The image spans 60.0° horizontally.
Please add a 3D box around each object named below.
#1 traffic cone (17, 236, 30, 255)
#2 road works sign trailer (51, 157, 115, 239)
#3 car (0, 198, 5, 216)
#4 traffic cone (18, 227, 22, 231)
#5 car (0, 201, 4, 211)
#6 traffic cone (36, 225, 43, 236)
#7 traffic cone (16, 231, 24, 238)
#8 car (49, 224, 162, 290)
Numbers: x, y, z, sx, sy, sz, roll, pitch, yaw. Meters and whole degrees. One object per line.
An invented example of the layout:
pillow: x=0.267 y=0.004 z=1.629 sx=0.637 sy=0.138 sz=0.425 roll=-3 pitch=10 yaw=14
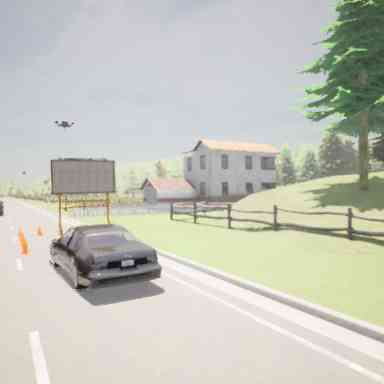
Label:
traffic cone: x=-6.404 y=2.090 z=12.763 sx=0.340 sy=0.580 sz=0.340 roll=-1 pitch=0 yaw=-29
road works sign trailer: x=-4.288 y=0.445 z=13.199 sx=2.380 sy=3.560 sz=2.880 roll=-2 pitch=5 yaw=-26
car: x=-22.930 y=1.677 z=38.291 sx=2.150 sy=2.045 sz=5.566 roll=-1 pitch=0 yaw=-29
traffic cone: x=-8.362 y=2.130 z=16.251 sx=0.340 sy=0.580 sz=0.340 roll=-1 pitch=0 yaw=-29
car: x=-30.291 y=2.168 z=51.413 sx=1.994 sy=1.385 sz=4.181 roll=-1 pitch=0 yaw=-29
traffic cone: x=-8.469 y=2.141 z=18.485 sx=0.340 sy=0.580 sz=0.340 roll=-1 pitch=0 yaw=-29
traffic cone: x=-7.383 y=2.110 z=14.507 sx=0.340 sy=0.580 sz=0.340 roll=-1 pitch=0 yaw=-29
car: x=-2.734 y=1.629 z=9.479 sx=2.033 sy=1.411 sz=5.357 roll=-1 pitch=0 yaw=-32
